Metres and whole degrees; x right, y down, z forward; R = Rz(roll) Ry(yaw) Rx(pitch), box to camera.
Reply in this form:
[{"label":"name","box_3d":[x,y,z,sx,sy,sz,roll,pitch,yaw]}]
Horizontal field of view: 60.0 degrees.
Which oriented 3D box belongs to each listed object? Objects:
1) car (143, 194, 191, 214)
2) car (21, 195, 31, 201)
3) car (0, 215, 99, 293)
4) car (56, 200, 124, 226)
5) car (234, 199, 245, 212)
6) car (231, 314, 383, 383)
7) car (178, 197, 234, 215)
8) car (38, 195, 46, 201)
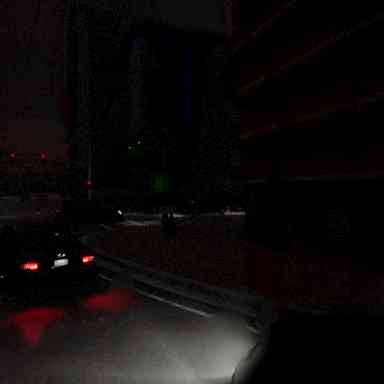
[{"label":"car","box_3d":[-2.527,1.277,36.489,5.566,2.045,2.150,0,0,-23]},{"label":"car","box_3d":[-40.176,1.525,80.618,2.128,1.511,4.902,0,0,-23]},{"label":"car","box_3d":[-4.351,1.547,9.033,2.033,1.411,5.357,0,0,-39]},{"label":"car","box_3d":[-7.079,1.379,23.018,4.553,1.767,2.097,0,0,-23]},{"label":"car","box_3d":[6.624,1.560,40.289,4.892,1.490,1.837,0,0,-23]},{"label":"car","box_3d":[2.873,1.547,2.017,5.357,1.411,2.033,0,0,35]},{"label":"car","box_3d":[1.464,1.560,34.357,4.892,1.490,1.837,0,0,-23]},{"label":"car","box_3d":[-37.089,1.540,82.302,2.033,1.411,5.357,0,0,-23]}]
